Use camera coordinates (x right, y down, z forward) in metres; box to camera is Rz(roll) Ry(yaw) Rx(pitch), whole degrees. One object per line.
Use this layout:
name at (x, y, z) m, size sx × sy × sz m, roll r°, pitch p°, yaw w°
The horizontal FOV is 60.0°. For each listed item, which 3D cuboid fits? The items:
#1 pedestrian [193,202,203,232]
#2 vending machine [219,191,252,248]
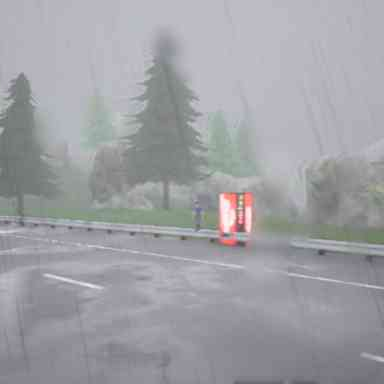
pedestrian at (0.254, 0.903, 13.295) m, size 0.375 × 1.300 × 0.375 m, roll 0°, pitch 1°, yaw 33°
vending machine at (1.709, 1.002, 13.021) m, size 0.880 × 2.100 × 1.100 m, roll 0°, pitch 1°, yaw 34°
